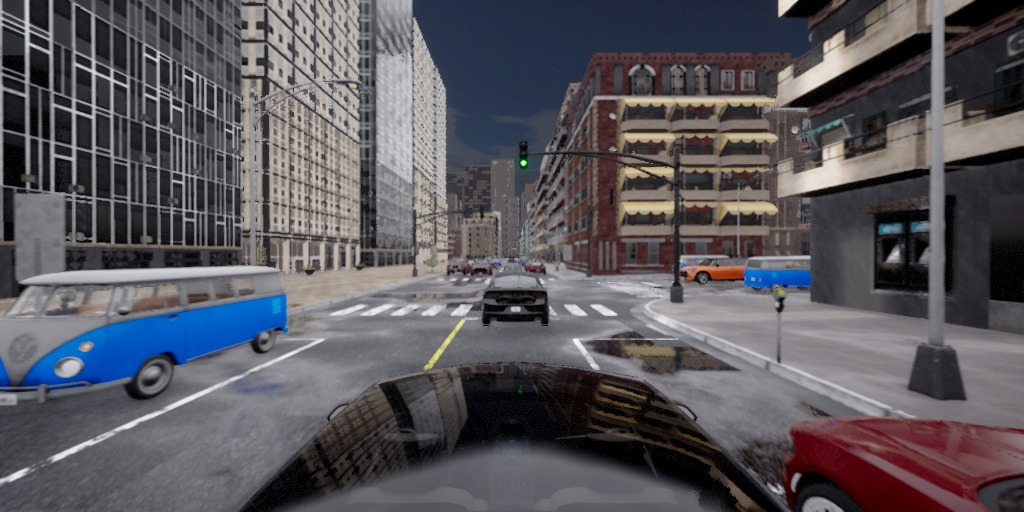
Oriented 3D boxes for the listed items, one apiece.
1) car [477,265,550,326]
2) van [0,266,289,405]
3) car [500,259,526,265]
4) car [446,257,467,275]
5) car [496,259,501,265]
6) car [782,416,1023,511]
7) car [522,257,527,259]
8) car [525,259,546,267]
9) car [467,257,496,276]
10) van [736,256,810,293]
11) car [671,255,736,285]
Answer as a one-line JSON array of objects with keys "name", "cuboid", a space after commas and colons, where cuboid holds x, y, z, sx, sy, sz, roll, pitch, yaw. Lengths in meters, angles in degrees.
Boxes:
[{"name": "car", "cuboid": [0.099, 1.221, 11.718, 1.882, 1.535, 5.008, 0, 0, 0]}, {"name": "van", "cuboid": [-5.692, 1.087, 6.126, 1.690, 1.789, 3.998, 0, 0, 0]}, {"name": "car", "cuboid": [0.096, 1.285, 37.994, 2.033, 1.411, 5.357, 0, 0, 0]}, {"name": "car", "cuboid": [-5.697, 1.052, 38.516, 2.192, 1.841, 5.009, 0, 0, 0]}, {"name": "car", "cuboid": [-3.049, 1.287, 53.023, 2.033, 1.411, 5.357, 0, 0, 1]}, {"name": "car", "cuboid": [2.689, 1.296, 0.604, 1.888, 1.381, 4.507, 0, 0, 0]}, {"name": "car", "cuboid": [2.681, 1.179, 49.571, 1.967, 1.591, 4.097, 0, 0, 0]}, {"name": "car", "cuboid": [2.683, 1.283, 38.517, 1.888, 1.381, 4.507, 0, 0, 0]}, {"name": "car", "cuboid": [-3.075, 1.090, 36.843, 2.097, 1.767, 4.553, 0, 0, -1]}, {"name": "van", "cuboid": [13.739, 0.893, 17.710, 3.998, 1.789, 1.690, 0, 0, 0]}, {"name": "car", "cuboid": [13.306, 0.880, 23.465, 4.553, 1.767, 2.097, -1, 0, -1]}]
